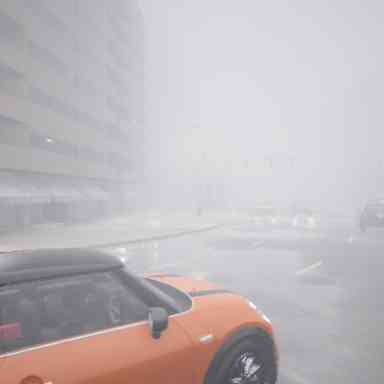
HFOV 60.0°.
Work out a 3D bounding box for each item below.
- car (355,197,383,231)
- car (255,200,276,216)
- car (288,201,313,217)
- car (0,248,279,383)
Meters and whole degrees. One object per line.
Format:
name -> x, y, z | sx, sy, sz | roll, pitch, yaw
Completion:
car -> 11.655, 1.437, 21.130 | 2.097, 1.767, 4.553 | 0, 0, 22
car -> 7.542, 1.634, 34.387 | 1.882, 1.535, 5.008 | 0, -1, 9
car -> 11.013, 1.673, 33.933 | 1.812, 1.442, 4.674 | 0, 0, 9
car -> -1.220, 1.371, 3.296 | 4.553, 1.767, 2.097 | 0, -1, -37
